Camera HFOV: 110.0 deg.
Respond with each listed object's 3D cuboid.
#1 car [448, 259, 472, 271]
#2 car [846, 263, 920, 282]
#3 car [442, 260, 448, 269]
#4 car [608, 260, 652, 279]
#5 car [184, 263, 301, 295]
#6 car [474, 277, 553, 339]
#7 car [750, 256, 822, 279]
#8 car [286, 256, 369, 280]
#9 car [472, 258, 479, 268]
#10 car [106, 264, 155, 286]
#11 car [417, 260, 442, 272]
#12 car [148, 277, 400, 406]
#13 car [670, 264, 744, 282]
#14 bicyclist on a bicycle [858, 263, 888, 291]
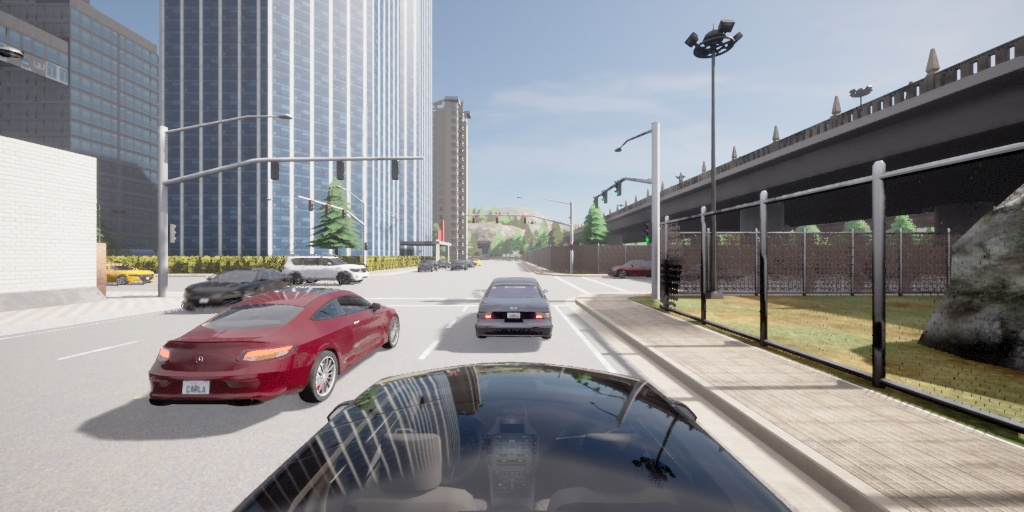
[{"bbox_3d":[-7.186,1.314,49.565,1.994,1.385,4.181,0,0,0],"label":"car"},{"bbox_3d":[30.139,1.296,29.254,4.902,1.511,2.128,0,0,0],"label":"car"},{"bbox_3d":[-10.700,1.276,55.030,1.812,1.442,4.674,0,0,0],"label":"car"},{"bbox_3d":[11.196,1.157,32.746,4.553,1.767,2.097,0,0,2],"label":"car"},{"bbox_3d":[-10.720,1.226,14.479,1.882,1.535,5.008,1,0,-9],"label":"car"},{"bbox_3d":[0.078,1.297,10.052,2.033,1.411,5.357,0,0,1],"label":"car"},{"bbox_3d":[24.957,1.021,32.742,5.566,2.045,2.150,-1,0,0],"label":"car"},{"bbox_3d":[-13.170,1.012,25.379,5.566,2.045,2.150,0,0,0],"label":"car"},{"bbox_3d":[-7.193,1.297,58.802,2.033,1.411,5.357,0,0,0],"label":"car"},{"bbox_3d":[-28.224,1.283,25.318,5.008,1.535,1.882,0,0,0],"label":"car"},{"bbox_3d":[-10.685,1.255,45.791,1.837,1.490,4.892,0,0,0],"label":"car"},{"bbox_3d":[-3.450,1.276,6.231,1.812,1.442,4.674,0,0,0],"label":"car"},{"bbox_3d":[15.835,1.353,29.203,5.357,1.411,2.033,0,0,0],"label":"car"},{"bbox_3d":[18.264,1.106,18.231,0.582,1.620,1.656,0,0,0],"label":"bicyclist on a bicycle"}]
